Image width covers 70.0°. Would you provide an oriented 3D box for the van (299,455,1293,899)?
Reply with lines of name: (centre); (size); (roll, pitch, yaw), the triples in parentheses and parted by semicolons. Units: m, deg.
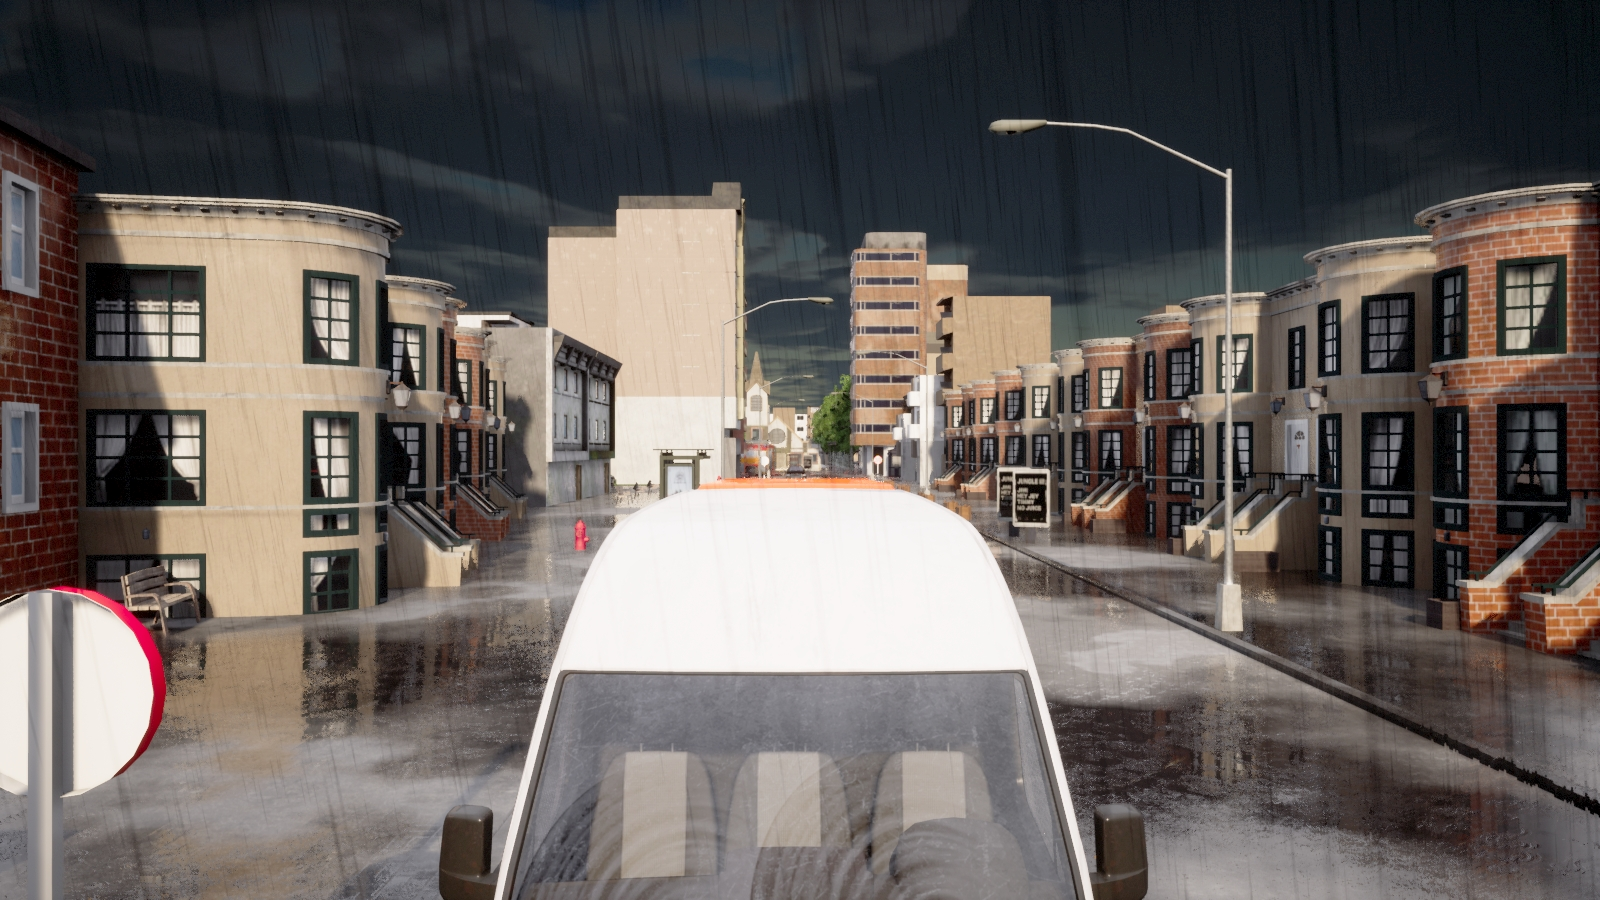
van: (-0.019, 1.314, 5.243); (1.988, 2.561, 5.915); (0, 0, 0)
